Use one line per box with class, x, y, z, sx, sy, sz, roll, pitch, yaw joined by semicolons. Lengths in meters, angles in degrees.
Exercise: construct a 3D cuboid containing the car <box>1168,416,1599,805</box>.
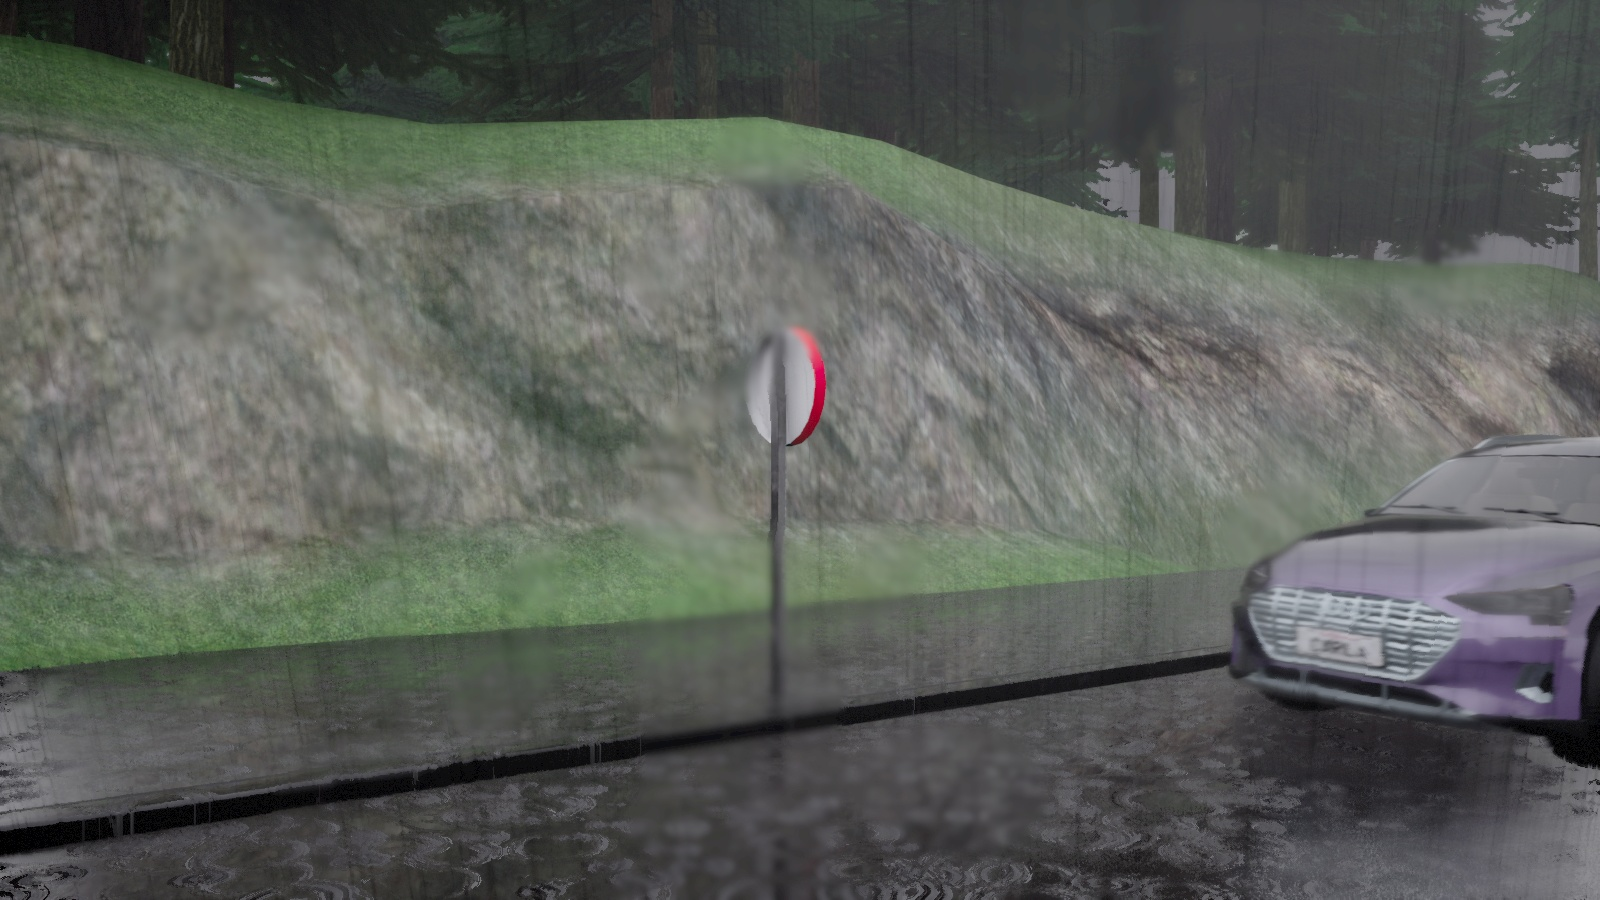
car;4.651;0.683;7.508;4.856;1.649;2.033;0;0;-33
